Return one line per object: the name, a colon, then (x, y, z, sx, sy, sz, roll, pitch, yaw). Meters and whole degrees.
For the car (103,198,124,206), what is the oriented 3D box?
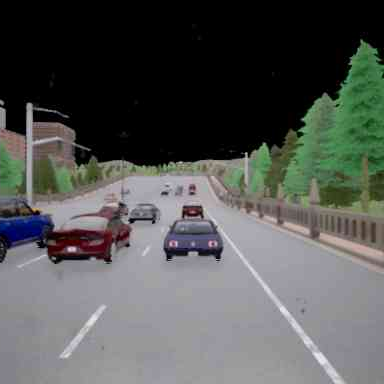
car: (-6.939, 1.578, 29.988, 1.812, 1.442, 4.674, 0, 0, 0)

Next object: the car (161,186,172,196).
car: (-6.945, 0.103, 85.683, 1.837, 1.490, 4.892, 0, 7, 0)

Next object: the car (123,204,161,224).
car: (-3.468, 1.592, 25.266, 2.033, 1.411, 5.357, 0, 0, 1)

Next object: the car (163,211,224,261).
car: (0.057, 1.623, 12.400, 1.895, 1.301, 4.718, 0, 0, 0)

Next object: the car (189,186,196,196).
car: (0.055, 0.103, 85.647, 1.837, 1.490, 4.892, 0, 7, 0)

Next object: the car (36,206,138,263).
car: (-3.446, 1.499, 12.074, 1.882, 1.535, 5.008, 0, 0, 0)

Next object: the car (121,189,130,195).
car: (-17.436, -0.118, 87.306, 1.882, 1.535, 5.008, 0, 7, 0)

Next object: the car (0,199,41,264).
car: (-6.952, 1.242, 11.792, 2.150, 2.045, 5.566, 0, 0, 1)

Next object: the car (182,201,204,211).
car: (0.065, 1.531, 30.531, 1.882, 1.535, 5.008, 0, 0, 0)

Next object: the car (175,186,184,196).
car: (-3.447, 0.184, 85.255, 2.033, 1.411, 5.357, 0, 7, 0)

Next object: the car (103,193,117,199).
car: (-17.518, 1.161, 70.879, 2.097, 1.767, 4.553, 0, 2, 0)
